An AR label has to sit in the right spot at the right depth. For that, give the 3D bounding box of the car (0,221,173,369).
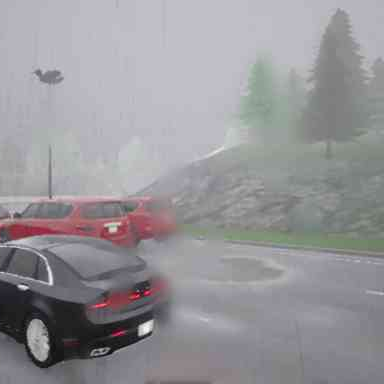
[{"bbox_3d":[-2.561,1.515,5.787,4.892,1.490,1.837,1,0,36],"label":"car"}]

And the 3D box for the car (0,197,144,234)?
[{"bbox_3d":[-4.543,1.234,11.522,5.566,2.045,2.150,0,0,36],"label":"car"}]

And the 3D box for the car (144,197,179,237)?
[{"bbox_3d":[-3.154,1.238,14.835,5.566,2.045,2.150,0,0,36],"label":"car"}]
